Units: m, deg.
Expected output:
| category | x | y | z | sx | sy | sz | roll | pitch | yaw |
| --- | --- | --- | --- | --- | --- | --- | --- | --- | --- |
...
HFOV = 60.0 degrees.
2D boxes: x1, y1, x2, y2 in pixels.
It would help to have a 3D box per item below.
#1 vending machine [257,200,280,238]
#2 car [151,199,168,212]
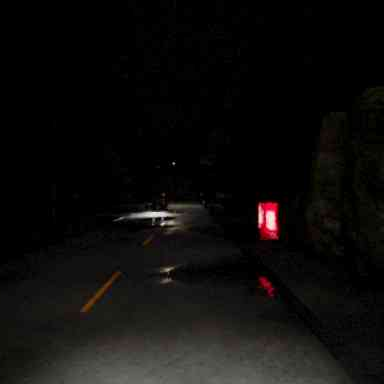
| category | x | y | z | sx | sy | sz | roll | pitch | yaw |
| --- | --- | --- | --- | --- | --- | --- | --- | --- | --- |
| vending machine | 4.285 | 1.489 | 18.678 | 1.100 | 2.100 | 0.880 | 0 | 0 | 0 |
| car | -4.107 | 1.658 | 42.367 | 2.128 | 1.511 | 4.902 | 0 | 0 | 0 |
